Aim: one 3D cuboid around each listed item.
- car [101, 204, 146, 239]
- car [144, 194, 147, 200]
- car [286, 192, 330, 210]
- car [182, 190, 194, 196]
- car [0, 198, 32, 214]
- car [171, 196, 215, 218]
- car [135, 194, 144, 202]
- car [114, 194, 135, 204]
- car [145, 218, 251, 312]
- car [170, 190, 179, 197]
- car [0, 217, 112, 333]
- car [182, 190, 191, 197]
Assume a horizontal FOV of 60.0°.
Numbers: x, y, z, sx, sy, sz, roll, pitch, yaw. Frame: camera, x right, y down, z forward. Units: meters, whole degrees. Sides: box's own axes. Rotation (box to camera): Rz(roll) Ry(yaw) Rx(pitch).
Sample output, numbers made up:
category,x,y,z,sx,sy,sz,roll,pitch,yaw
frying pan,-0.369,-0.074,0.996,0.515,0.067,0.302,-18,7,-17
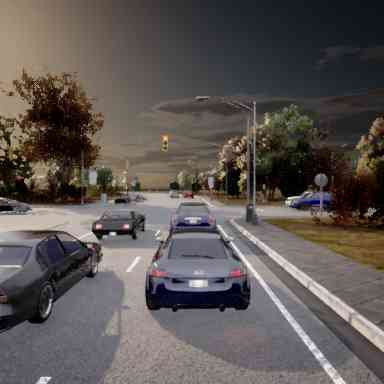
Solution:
category,x,y,z,sx,sy,sz,roll,pitch,yaw
car,-3.477,1.518,16.711,1.895,1.301,4.718,0,0,-1
car,-10.842,1.095,71.260,1.895,1.301,4.718,0,1,-1
car,14.021,0.993,37.455,5.566,2.045,2.150,0,0,-3
car,-0.772,0.566,83.475,2.150,2.045,5.566,0,1,-4
car,-17.918,1.302,31.822,4.902,1.511,2.128,0,0,-3
car,0.044,1.271,16.389,2.097,1.767,4.553,0,0,0
car,-10.800,1.089,61.303,2.128,1.511,4.902,0,0,0
car,-10.789,1.269,52.201,1.895,1.301,4.718,0,0,0
car,0.081,1.541,7.755,1.994,1.385,4.181,0,0,-1
car,-4.320,0.886,84.154,1.994,1.385,4.181,0,1,-4
car,-3.417,1.528,7.067,2.033,1.411,5.357,0,0,-1
car,-1.589,0.393,94.123,2.097,1.767,4.553,0,1,-7
